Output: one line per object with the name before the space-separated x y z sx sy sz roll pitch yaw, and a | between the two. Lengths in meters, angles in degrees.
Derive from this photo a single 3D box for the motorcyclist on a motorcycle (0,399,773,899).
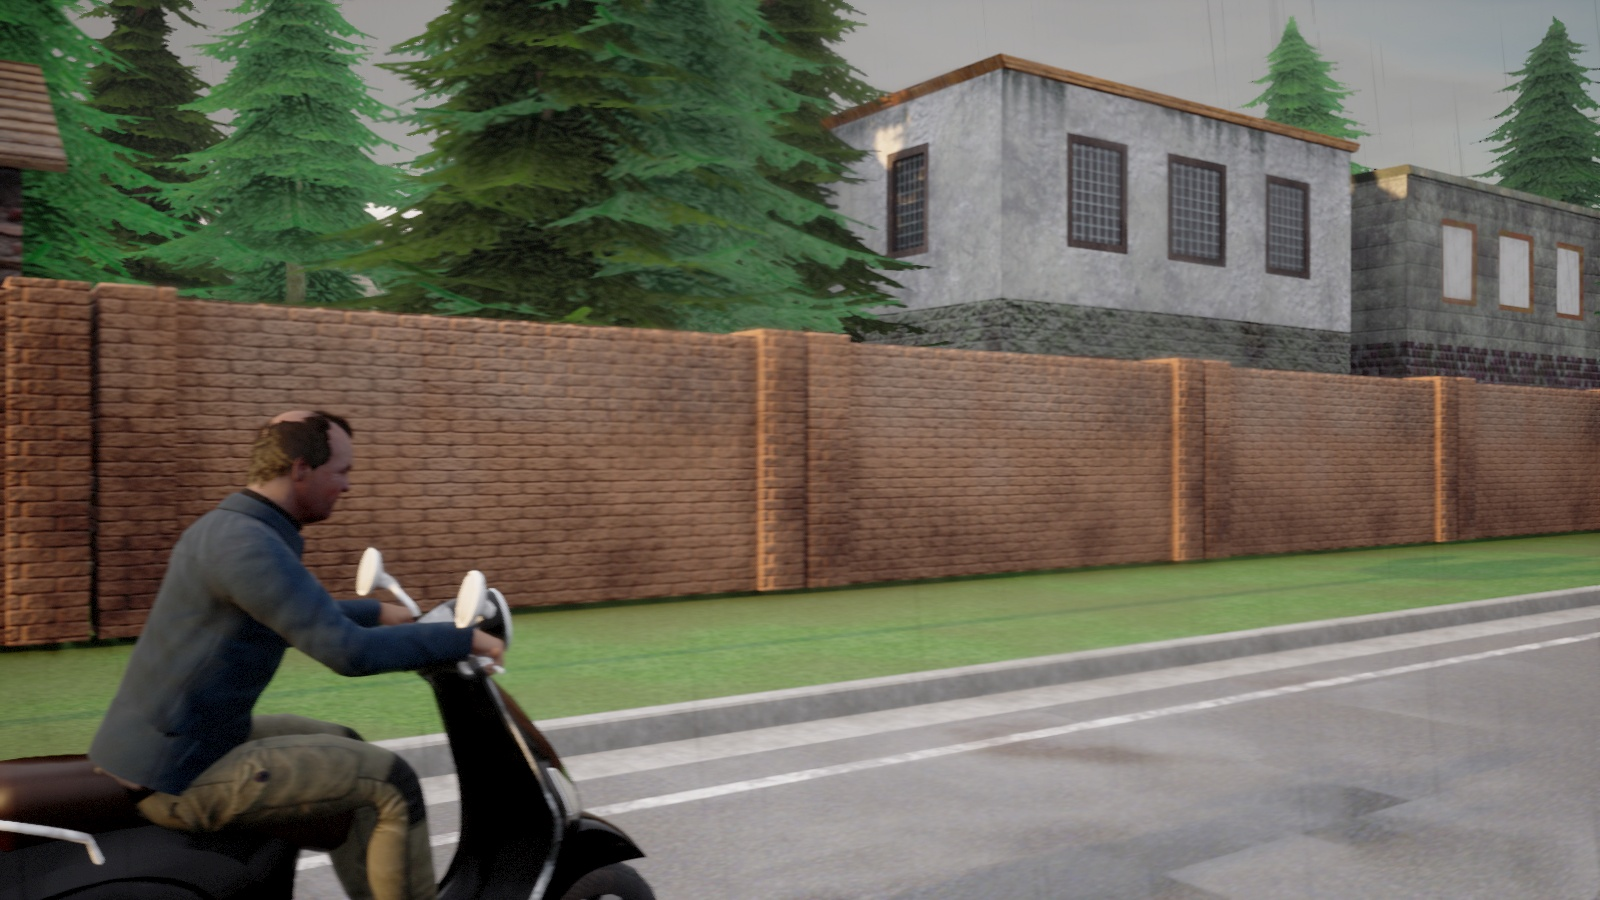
motorcyclist on a motorcycle | -1.060 0.707 2.921 1.817 1.590 0.866 0 0 -35
